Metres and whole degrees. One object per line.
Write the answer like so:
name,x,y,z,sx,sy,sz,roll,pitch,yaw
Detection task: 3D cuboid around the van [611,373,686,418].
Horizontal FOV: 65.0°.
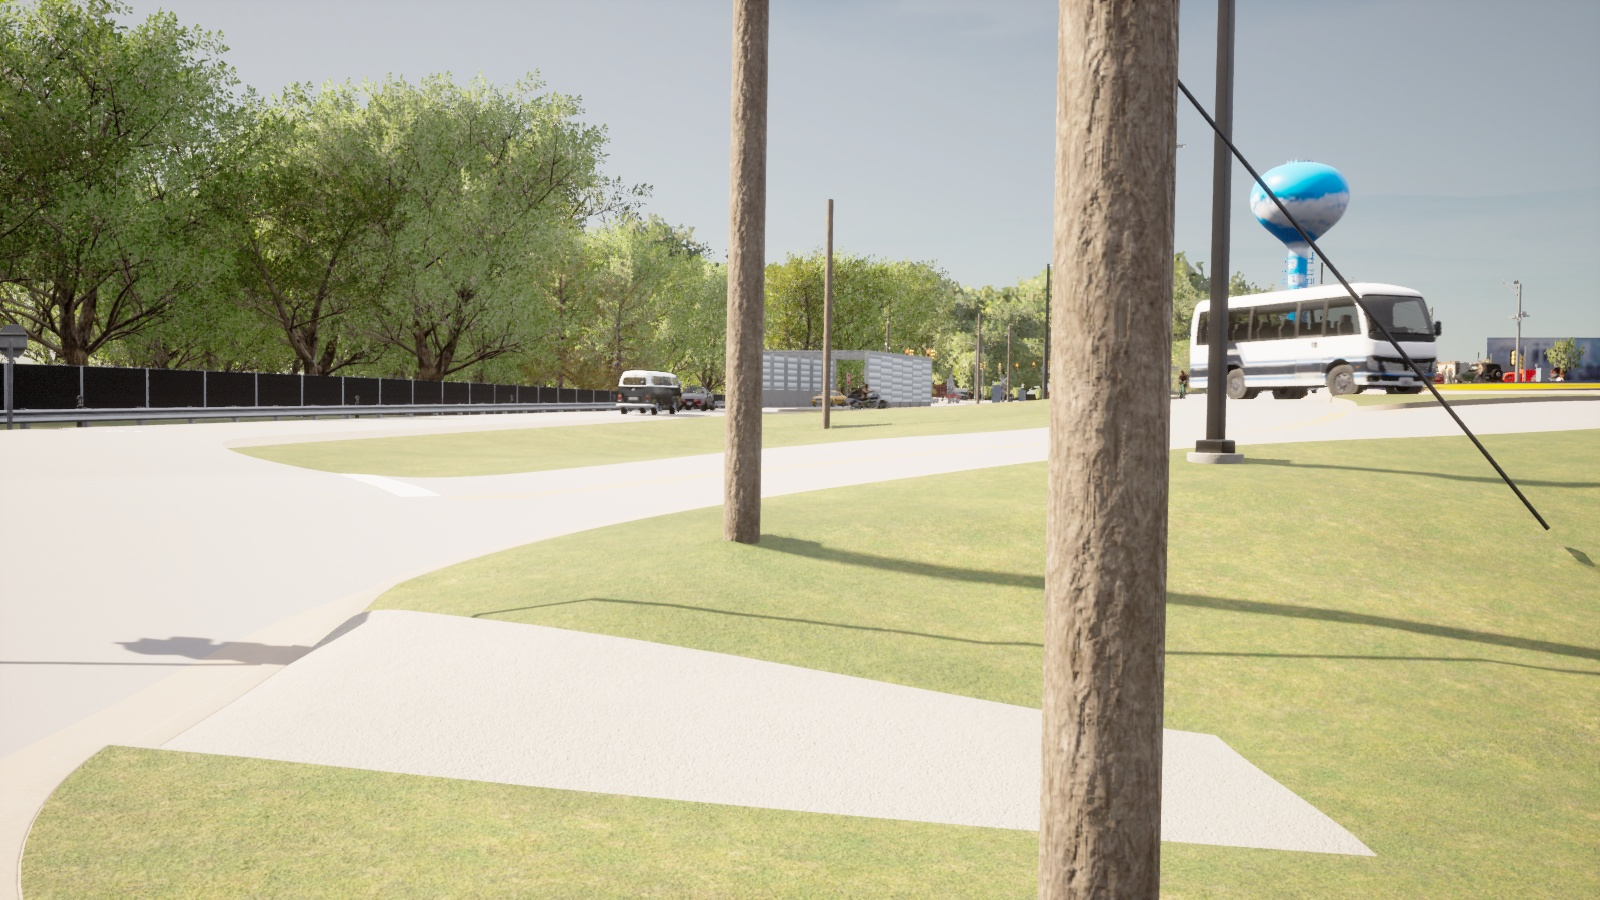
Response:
van,-7.080,-2.566,59.183,2.069,2.038,4.480,0,3,14

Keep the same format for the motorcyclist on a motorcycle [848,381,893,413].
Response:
motorcyclist on a motorcycle,3.976,-2.990,70.635,2.350,1.649,0.766,-2,3,18

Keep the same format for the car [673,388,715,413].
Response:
car,-6.348,-2.976,75.928,1.816,1.474,4.193,0,2,5

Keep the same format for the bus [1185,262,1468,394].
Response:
bus,19.466,-4.334,47.569,3.944,4.253,10.273,-1,2,-20
